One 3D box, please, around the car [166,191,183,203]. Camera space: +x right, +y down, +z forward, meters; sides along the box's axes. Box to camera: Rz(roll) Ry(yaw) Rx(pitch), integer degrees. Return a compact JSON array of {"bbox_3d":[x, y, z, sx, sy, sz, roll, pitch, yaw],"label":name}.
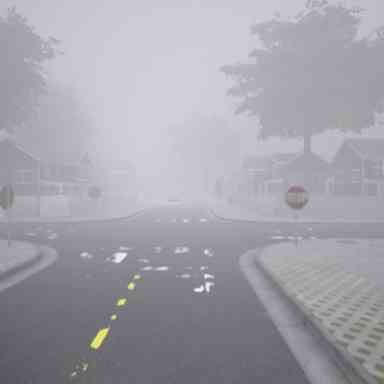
[{"bbox_3d":[-2.789,0.946,50.626,1.994,1.385,4.181,0,1,0],"label":"car"}]
